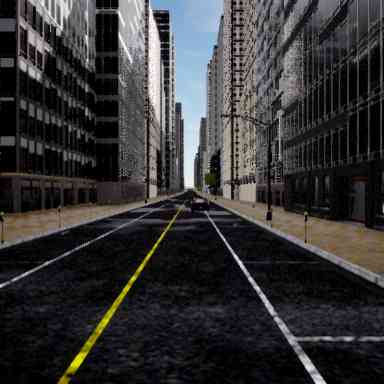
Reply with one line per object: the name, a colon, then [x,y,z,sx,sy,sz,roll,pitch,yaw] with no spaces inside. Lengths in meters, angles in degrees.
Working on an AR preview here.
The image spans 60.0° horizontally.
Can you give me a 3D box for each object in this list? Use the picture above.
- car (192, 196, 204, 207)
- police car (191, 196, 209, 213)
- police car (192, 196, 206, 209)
car: [0.899,1.474,53.212,1.801,1.575,5.366,0,0,0]
police car: [0.900,1.428,37.133,1.930,1.638,5.238,0,0,0]
police car: [0.900,1.433,47.133,1.930,1.638,5.238,0,0,0]
